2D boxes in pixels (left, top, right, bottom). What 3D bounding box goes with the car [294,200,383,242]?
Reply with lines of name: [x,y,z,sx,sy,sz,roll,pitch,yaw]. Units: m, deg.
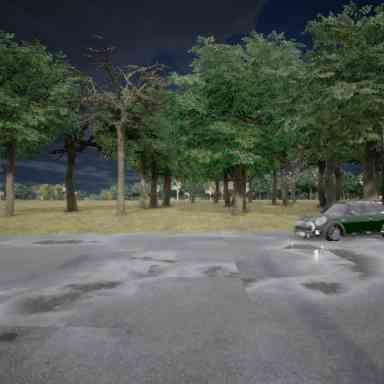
car: [6.938,1.234,15.163,4.553,1.767,2.097,0,-2,-17]
